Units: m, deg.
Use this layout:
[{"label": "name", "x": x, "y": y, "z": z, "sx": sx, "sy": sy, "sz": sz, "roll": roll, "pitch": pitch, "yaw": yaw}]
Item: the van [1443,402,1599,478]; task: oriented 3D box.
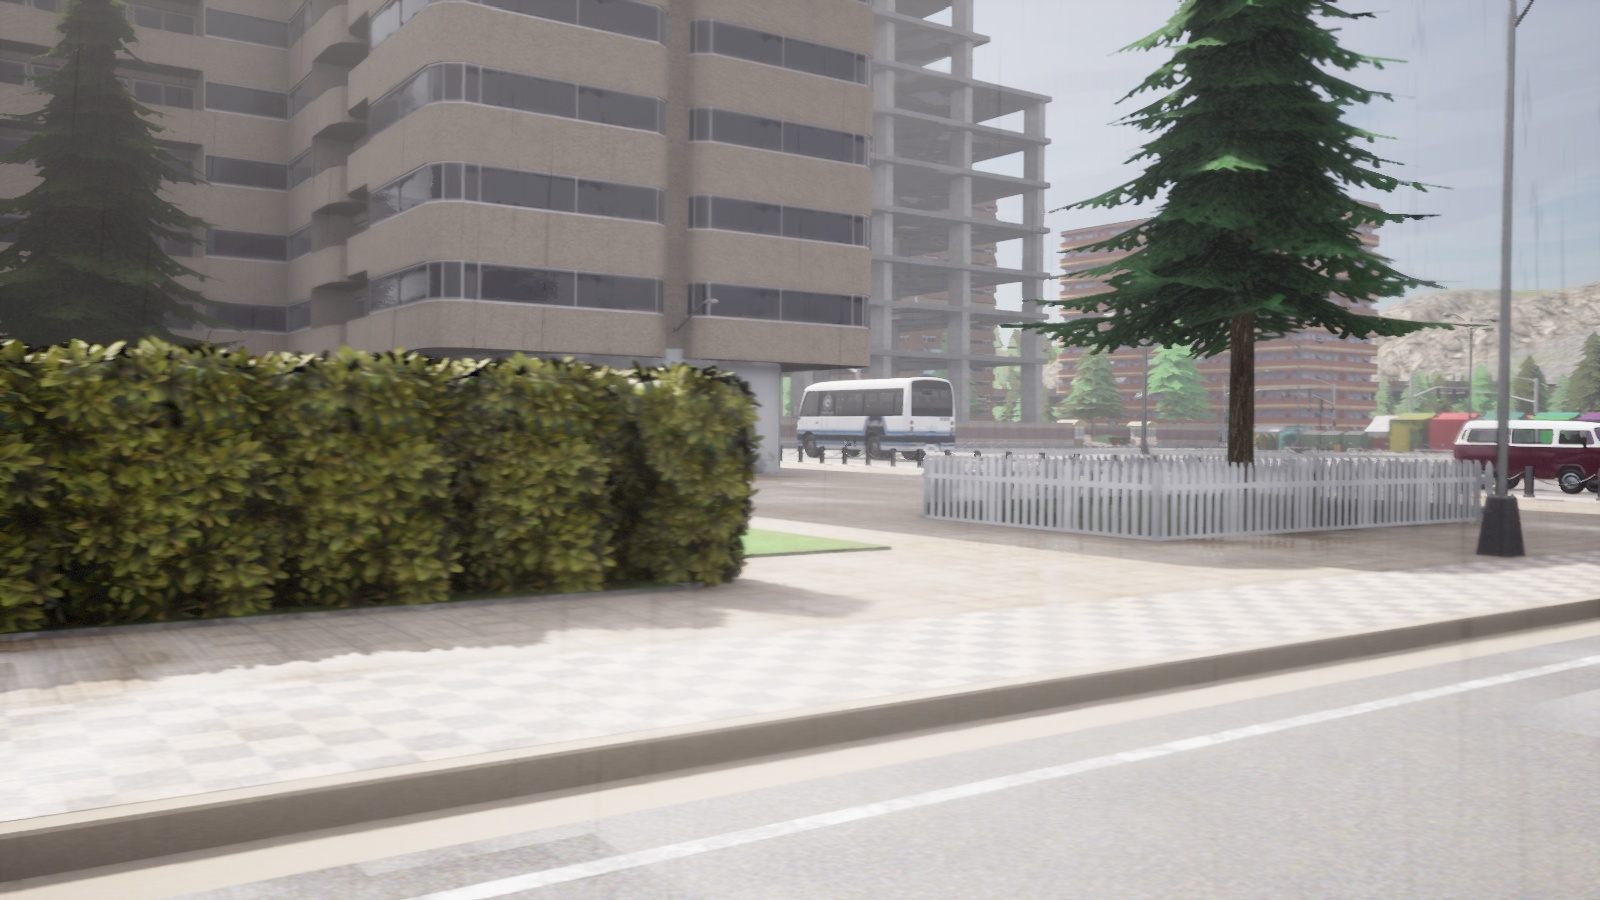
[{"label": "van", "x": 21.189, "y": -0.292, "z": 35.942, "sx": 2.069, "sy": 2.038, "sz": 4.480, "roll": -1, "pitch": 1, "yaw": -35}]

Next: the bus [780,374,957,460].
[{"label": "bus", "x": 3.468, "y": -1.705, "z": 67.340, "sx": 3.944, "sy": 4.253, "sz": 10.273, "roll": -1, "pitch": 1, "yaw": -35}]
